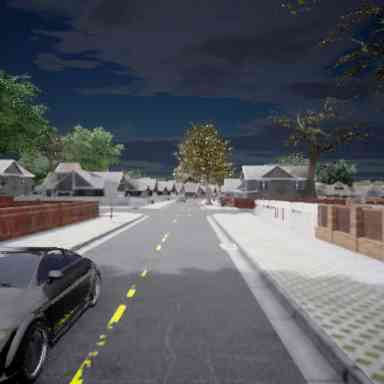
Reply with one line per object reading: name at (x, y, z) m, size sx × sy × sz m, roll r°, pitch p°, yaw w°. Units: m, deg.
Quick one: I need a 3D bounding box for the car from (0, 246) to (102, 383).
car at (-2.851, 1.592, 5.237) m, size 1.994 × 1.385 × 4.181 m, roll 0°, pitch 0°, yaw 0°

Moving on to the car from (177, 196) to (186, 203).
car at (-2.597, 1.670, 80.606) m, size 2.097 × 1.767 × 4.553 m, roll 0°, pitch 0°, yaw 1°
